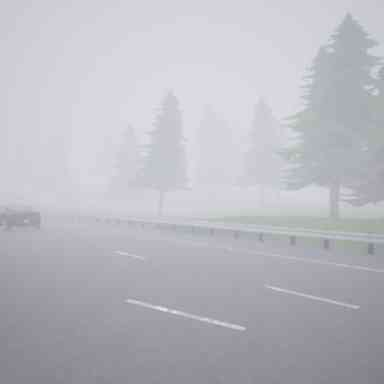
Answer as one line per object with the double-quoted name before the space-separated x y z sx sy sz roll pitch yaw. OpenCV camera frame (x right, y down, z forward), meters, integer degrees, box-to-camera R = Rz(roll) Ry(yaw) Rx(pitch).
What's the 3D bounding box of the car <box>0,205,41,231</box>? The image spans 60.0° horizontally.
"car" -11.490 1.603 21.830 1.882 1.535 5.008 -1 0 -40
